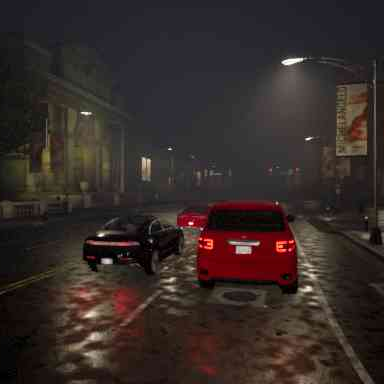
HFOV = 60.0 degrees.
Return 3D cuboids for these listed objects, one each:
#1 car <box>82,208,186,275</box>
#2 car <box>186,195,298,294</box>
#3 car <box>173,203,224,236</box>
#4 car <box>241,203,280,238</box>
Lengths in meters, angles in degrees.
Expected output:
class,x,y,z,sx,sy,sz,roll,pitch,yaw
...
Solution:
class,x,y,z,sx,sy,sz,roll,pitch,yaw
car,-1.573,1.491,10.553,2.128,1.511,4.902,0,0,12
car,1.602,1.221,9.084,2.150,2.045,5.566,0,0,13
car,0.572,1.478,19.606,1.882,1.535,5.008,0,0,15
car,3.962,1.478,18.744,1.882,1.535,5.008,0,0,14
